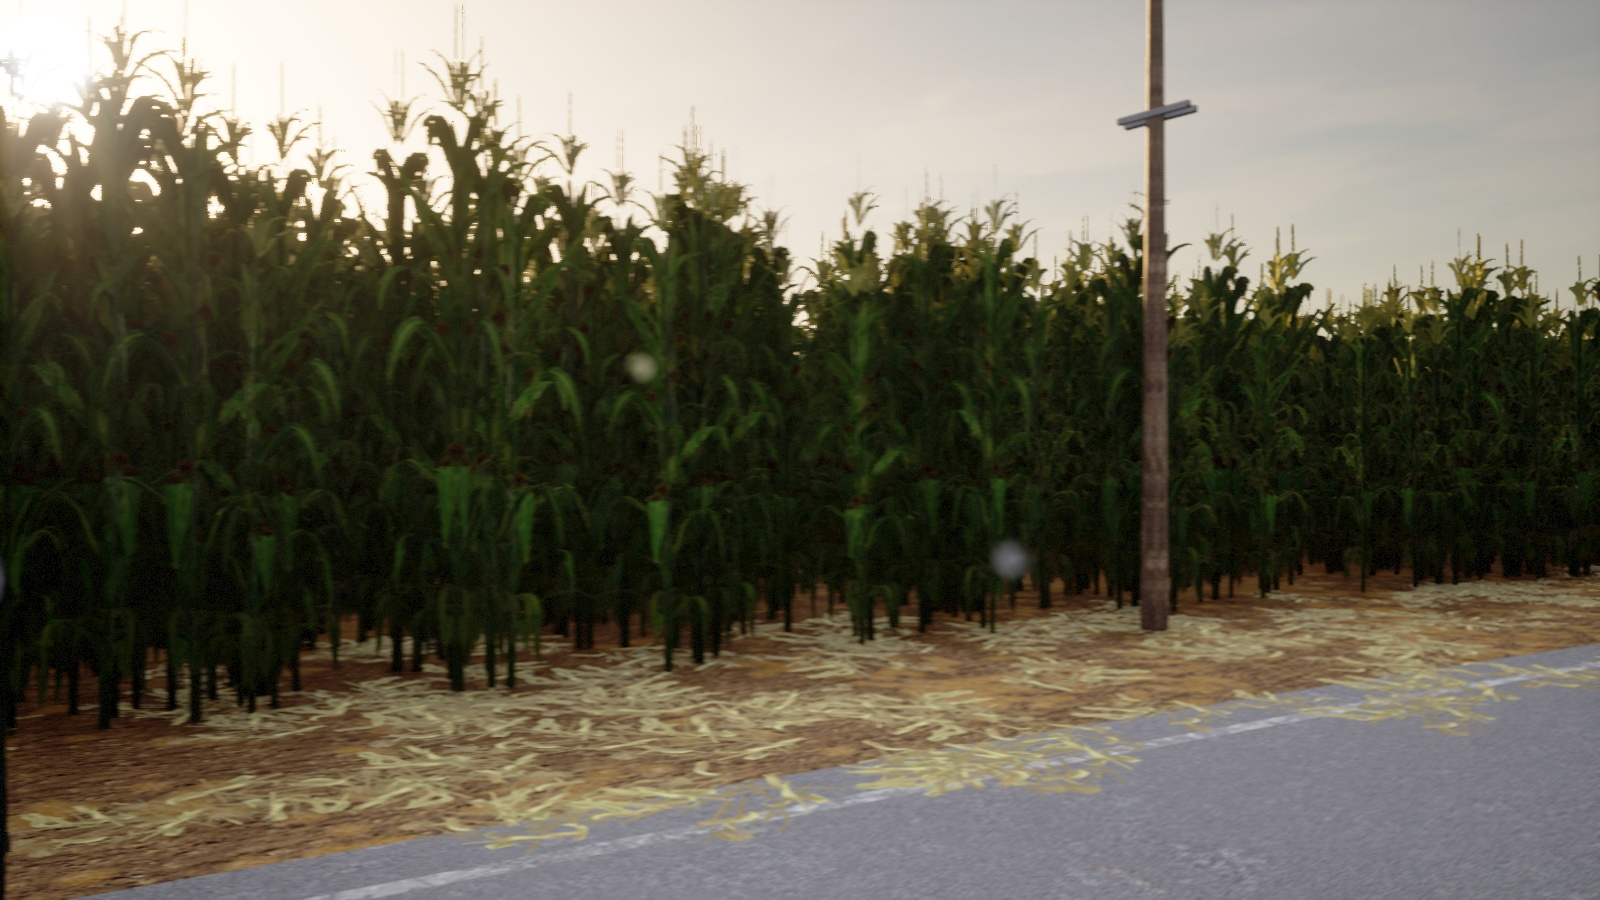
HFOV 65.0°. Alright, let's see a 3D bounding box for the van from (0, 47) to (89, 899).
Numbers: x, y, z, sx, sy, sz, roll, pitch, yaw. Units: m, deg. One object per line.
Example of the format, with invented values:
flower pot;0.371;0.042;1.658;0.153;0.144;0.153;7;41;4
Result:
van;-3.225;0.507;1.043;4.442;1.987;1.775;0;0;-35
